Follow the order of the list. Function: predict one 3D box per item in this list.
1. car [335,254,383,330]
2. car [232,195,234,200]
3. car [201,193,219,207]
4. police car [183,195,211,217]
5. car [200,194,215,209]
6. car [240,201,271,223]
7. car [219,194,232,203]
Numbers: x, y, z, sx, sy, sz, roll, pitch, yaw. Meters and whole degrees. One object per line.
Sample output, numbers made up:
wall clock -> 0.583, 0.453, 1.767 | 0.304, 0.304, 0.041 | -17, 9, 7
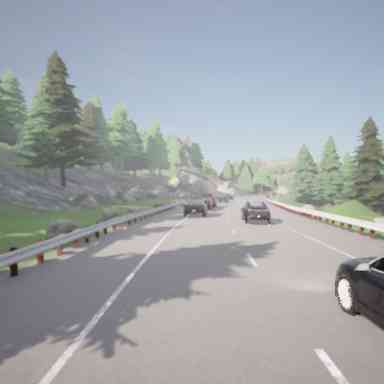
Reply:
car -> 3.688, 1.495, 4.608 | 1.837, 1.490, 4.892 | 0, 0, 1
car -> 8.722, 1.144, 78.554 | 1.882, 1.535, 5.008 | 0, 0, 12
car -> 2.194, 1.090, 45.872 | 2.150, 2.045, 5.566 | 0, 0, 8
police car -> 0.372, 1.336, 30.092 | 1.930, 1.638, 5.238 | 0, 0, 5
car -> 1.417, 1.360, 39.906 | 1.882, 1.535, 5.008 | 0, 0, 7
car -> 4.625, 1.423, 24.600 | 2.128, 1.511, 4.902 | 0, 0, 4
car -> 5.968, 1.310, 63.102 | 2.128, 1.511, 4.902 | 0, 0, 10
